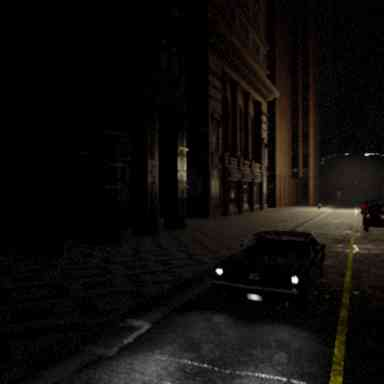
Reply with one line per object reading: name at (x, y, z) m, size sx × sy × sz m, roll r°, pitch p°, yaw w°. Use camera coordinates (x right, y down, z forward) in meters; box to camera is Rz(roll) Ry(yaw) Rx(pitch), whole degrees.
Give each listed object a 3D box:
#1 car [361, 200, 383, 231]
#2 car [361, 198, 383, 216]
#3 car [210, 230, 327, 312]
car at (12.311, 1.527, 21.641) m, size 2.097 × 1.767 × 4.553 m, roll 0°, pitch -1°, yaw 27°
car at (20.370, 1.646, 37.714) m, size 2.097 × 1.767 × 4.553 m, roll 0°, pitch 0°, yaw 27°
car at (2.141, 1.668, 8.170) m, size 1.895 × 1.301 × 4.718 m, roll 0°, pitch 0°, yaw 27°
